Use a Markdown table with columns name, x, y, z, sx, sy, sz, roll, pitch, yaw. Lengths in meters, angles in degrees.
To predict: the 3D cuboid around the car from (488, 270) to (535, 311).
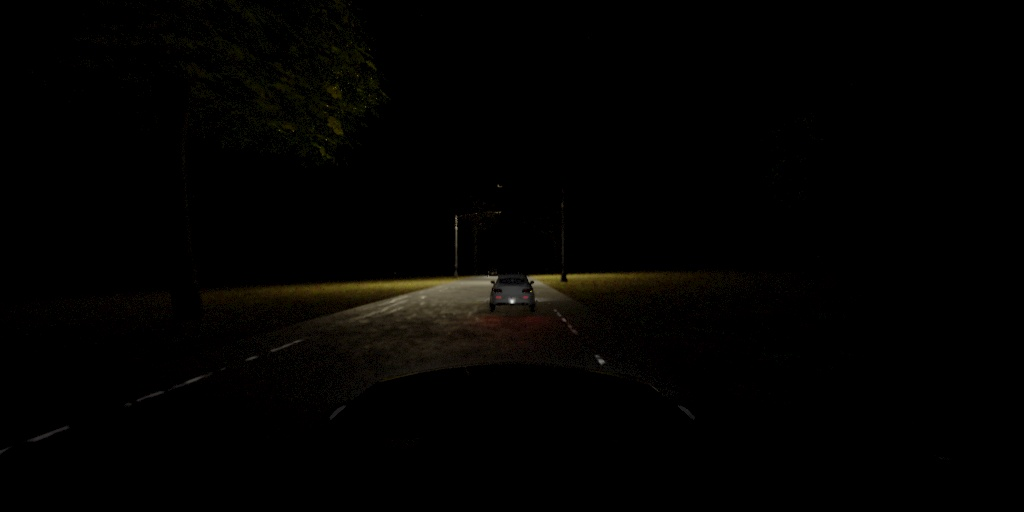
| name | x | y | z | sx | sy | sz | roll | pitch | yaw |
| --- | --- | --- | --- | --- | --- | --- | --- | --- | --- |
| car | 0.027 | 1.515 | 15.802 | 1.812 | 1.442 | 4.674 | 0 | -1 | 1 |

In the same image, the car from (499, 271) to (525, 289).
| name | x | y | z | sx | sy | sz | roll | pitch | yaw |
| --- | --- | --- | --- | --- | --- | --- | --- | --- | --- |
| car | 0.021 | 1.970 | 30.380 | 1.994 | 1.385 | 4.181 | 0 | -2 | 1 |
